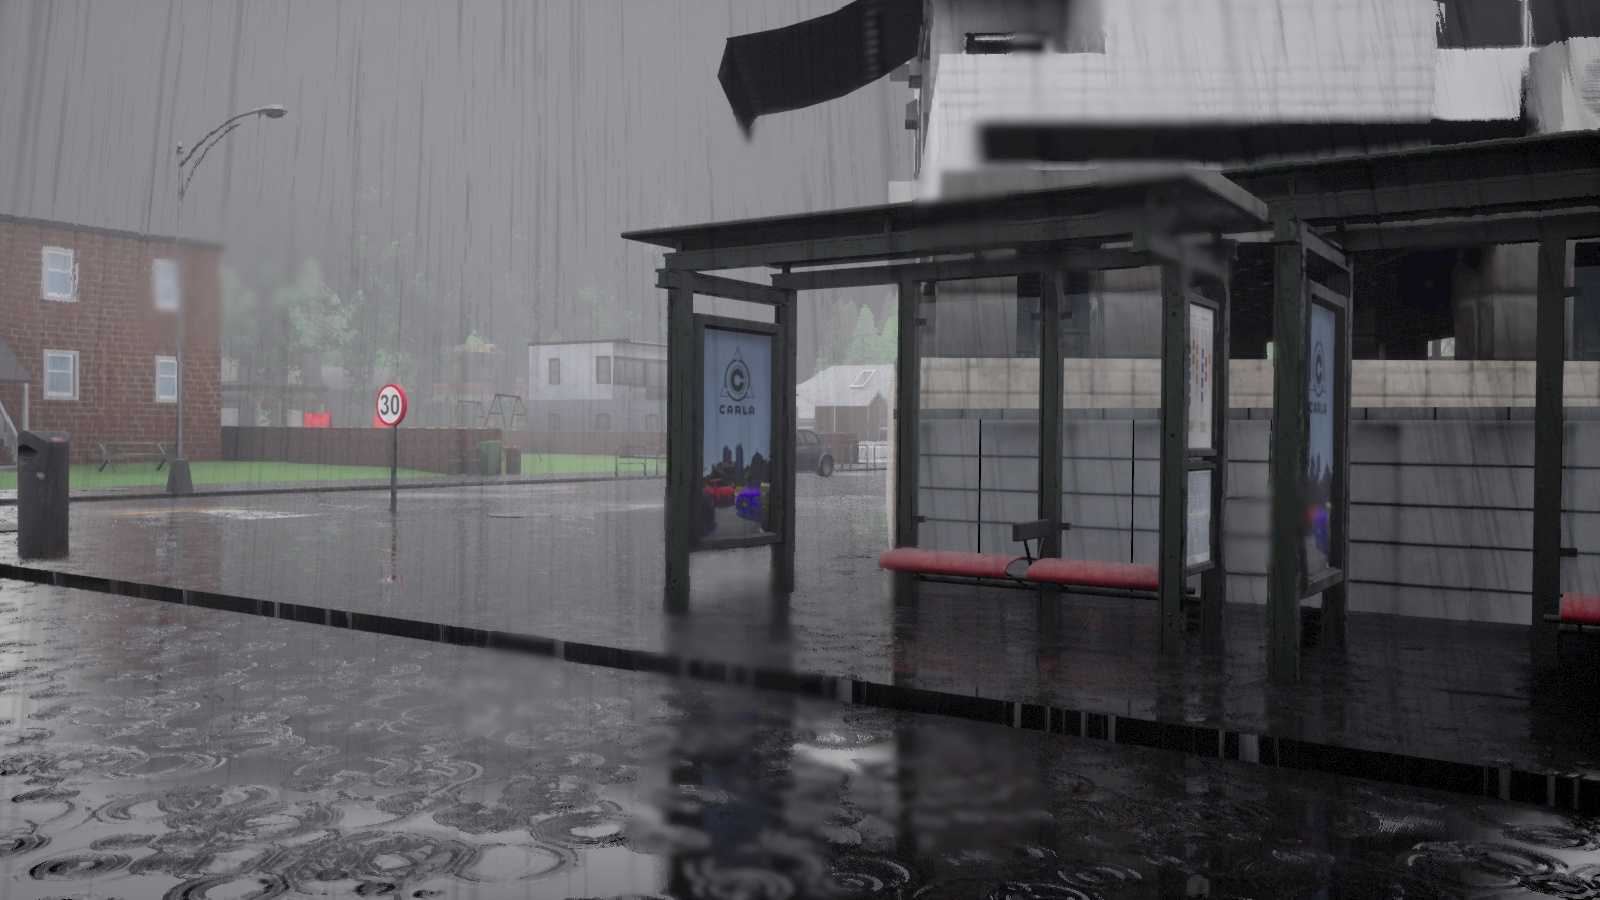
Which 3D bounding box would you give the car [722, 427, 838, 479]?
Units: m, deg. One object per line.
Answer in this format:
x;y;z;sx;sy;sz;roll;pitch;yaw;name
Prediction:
-0.604;0.073;41.178;1.851;1.617;3.988;0;1;34;car
